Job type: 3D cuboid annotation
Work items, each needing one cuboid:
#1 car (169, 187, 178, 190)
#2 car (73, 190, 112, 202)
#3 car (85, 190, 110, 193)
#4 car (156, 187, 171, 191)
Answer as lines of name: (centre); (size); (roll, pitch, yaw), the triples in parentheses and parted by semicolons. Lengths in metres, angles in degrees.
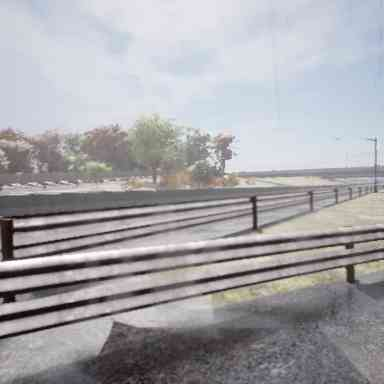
car: (-1.420, 0.325, 55.929); (1.895, 1.301, 4.718); (0, 1, 32)
car: (-13.112, 0.534, 44.124); (1.837, 1.490, 4.892); (0, 1, 33)
car: (-11.396, 0.569, 40.308); (1.837, 1.490, 4.892); (0, 1, 32)
car: (-4.357, -0.257, 57.838); (2.097, 1.767, 4.553); (0, 1, 32)
